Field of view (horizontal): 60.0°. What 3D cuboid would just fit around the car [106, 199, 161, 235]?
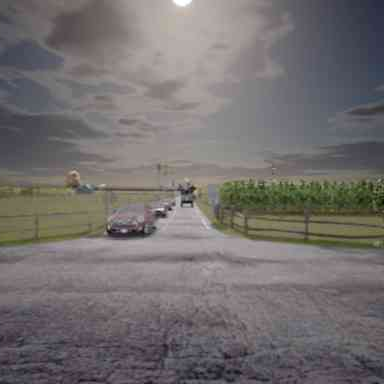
[{"bbox_3d":[-3.342,1.396,19.155,2.097,1.767,4.553,1,0,3],"label":"car"}]

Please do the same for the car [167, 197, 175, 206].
[{"bbox_3d":[-3.569,1.640,43.976,1.837,1.490,4.892,1,0,-1],"label":"car"}]

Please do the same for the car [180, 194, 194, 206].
[{"bbox_3d":[-0.882,1.430,58.641,2.150,2.045,5.566,1,0,-1],"label":"car"}]

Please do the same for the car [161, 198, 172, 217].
[{"bbox_3d":[-3.372,1.643,32.402,2.033,1.411,5.357,1,0,-1],"label":"car"}]
